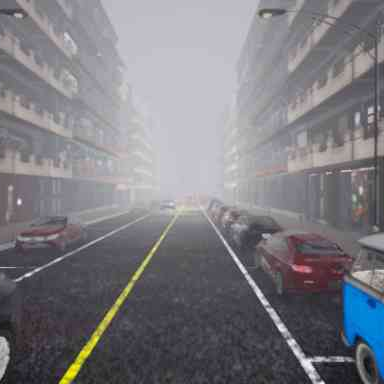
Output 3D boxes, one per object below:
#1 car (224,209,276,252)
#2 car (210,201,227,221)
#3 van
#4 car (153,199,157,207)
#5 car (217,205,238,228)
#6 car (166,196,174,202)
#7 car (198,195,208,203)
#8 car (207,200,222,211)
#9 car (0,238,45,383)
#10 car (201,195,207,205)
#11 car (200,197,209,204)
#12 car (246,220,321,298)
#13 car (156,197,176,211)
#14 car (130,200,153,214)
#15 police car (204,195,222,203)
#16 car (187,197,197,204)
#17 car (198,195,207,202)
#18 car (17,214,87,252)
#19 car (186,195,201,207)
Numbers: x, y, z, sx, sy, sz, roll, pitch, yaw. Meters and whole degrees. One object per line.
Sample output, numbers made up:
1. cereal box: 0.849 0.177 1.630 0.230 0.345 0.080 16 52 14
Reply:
1. car: 2.680 1.607 14.000 1.947 1.339 4.313 -1 0 0
2. car: 2.678 1.623 25.369 1.887 1.381 4.507 -1 0 0
3. van: 2.679 1.349 2.631 1.690 1.788 3.998 -1 0 0
4. car: -5.707 1.727 53.794 1.887 1.381 4.507 -1 0 0
5. car: 2.679 1.641 19.684 1.802 1.307 4.206 -1 0 0
6. car: -5.710 1.878 87.903 1.887 1.381 4.507 -1 0 0
7. car: 2.667 1.623 82.217 2.192 1.841 5.009 -1 0 0
8. car: 2.678 1.680 31.054 1.802 1.307 4.206 -1 0 0
9. car: -3.098 1.505 2.335 1.837 1.490 4.892 0 2 0
10. car: 2.669 1.547 65.163 2.192 1.841 5.009 -1 0 0
11. car: 2.671 1.783 71.016 1.752 1.417 4.829 -1 0 0
12. car: 2.681 1.606 8.315 1.802 1.307 4.206 -1 0 0
13. car: -3.083 1.691 43.577 2.033 1.411 5.357 0 0 0
14. car: -5.704 1.643 36.571 1.752 1.417 4.829 -1 0 0
15. police car: 2.995 1.567 43.086 1.930 1.638 5.238 0 0 0
16. car: -0.008 1.760 68.180 2.033 1.411 5.357 0 0 0
17. car: 2.667 1.649 87.902 2.192 1.841 5.009 -1 0 0
18. car: -5.700 1.623 14.001 1.802 1.307 4.206 -1 0 0
19. car: -0.006 1.547 56.745 2.097 1.767 4.553 0 0 0
